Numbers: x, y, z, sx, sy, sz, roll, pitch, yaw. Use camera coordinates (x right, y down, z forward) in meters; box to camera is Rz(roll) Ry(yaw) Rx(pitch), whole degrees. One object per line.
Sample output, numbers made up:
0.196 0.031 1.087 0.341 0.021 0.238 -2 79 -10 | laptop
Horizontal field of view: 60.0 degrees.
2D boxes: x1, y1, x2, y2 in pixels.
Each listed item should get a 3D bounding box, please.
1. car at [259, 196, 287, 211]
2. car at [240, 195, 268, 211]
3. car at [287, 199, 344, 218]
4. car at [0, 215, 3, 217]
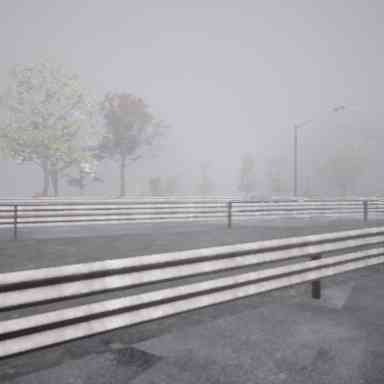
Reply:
8.559 1.273 29.629 4.181 1.385 1.994 0 0 -23 | car
6.962 1.061 32.761 4.553 1.767 2.097 0 0 -23 | car
10.112 1.272 26.485 4.181 1.385 1.994 0 0 -23 | car
-14.033 1.135 19.805 4.892 1.490 1.837 0 0 -24 | car
